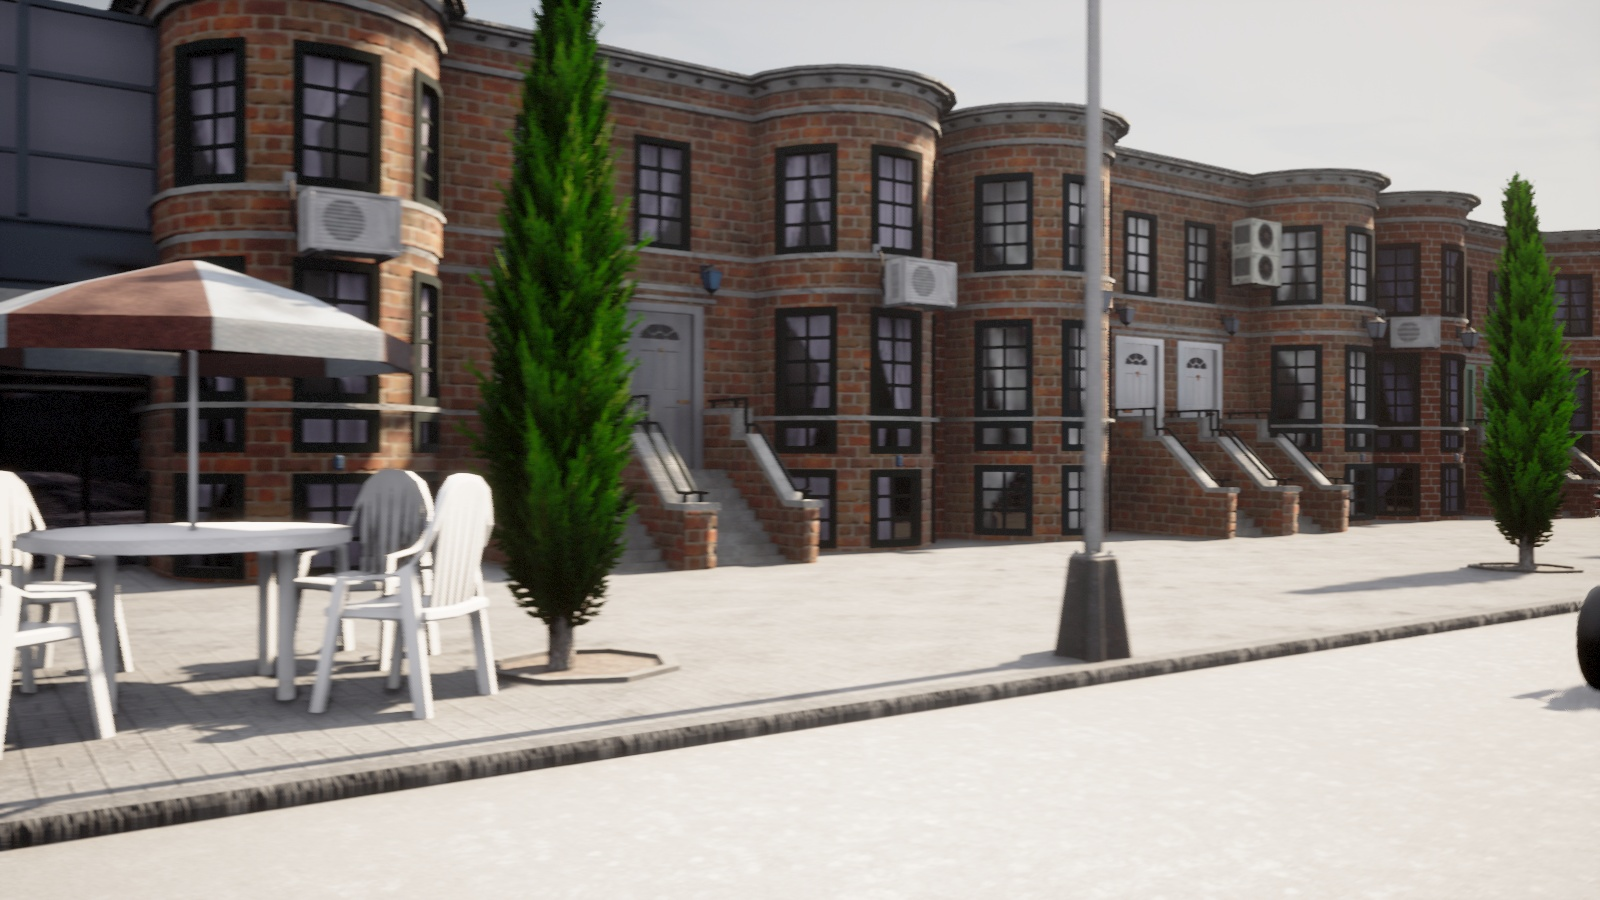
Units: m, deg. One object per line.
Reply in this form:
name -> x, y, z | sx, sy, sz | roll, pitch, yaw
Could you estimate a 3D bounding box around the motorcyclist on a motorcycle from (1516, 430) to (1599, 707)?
motorcyclist on a motorcycle -> 5.671, 0.703, 8.218 | 2.350, 1.649, 0.766 | 0, 0, -35
